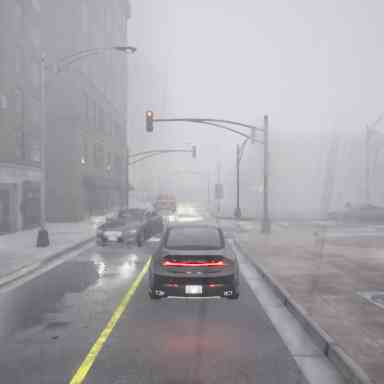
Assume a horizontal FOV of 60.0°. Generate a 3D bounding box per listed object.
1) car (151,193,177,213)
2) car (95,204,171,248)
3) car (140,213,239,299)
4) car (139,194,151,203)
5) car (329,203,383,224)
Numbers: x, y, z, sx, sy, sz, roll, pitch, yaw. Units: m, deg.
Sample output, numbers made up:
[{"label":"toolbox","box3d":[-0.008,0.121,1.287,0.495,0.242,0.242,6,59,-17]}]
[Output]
[{"label":"car","box3d":[-2.827,1.232,36.506,2.150,2.045,5.566,0,0,1]},{"label":"car","box3d":[-2.626,1.493,14.889,2.128,1.511,4.902,0,0,9]},{"label":"car","box3d":[0.060,1.505,8.409,1.837,1.490,4.892,0,0,1]},{"label":"car","box3d":[-8.388,1.295,70.081,5.566,2.045,2.150,0,0,9]},{"label":"car","box3d":[12.065,1.514,23.797,4.181,1.385,1.994,0,0,0]}]
